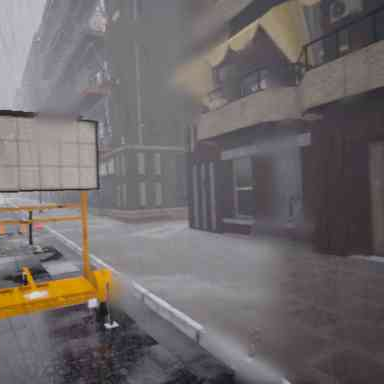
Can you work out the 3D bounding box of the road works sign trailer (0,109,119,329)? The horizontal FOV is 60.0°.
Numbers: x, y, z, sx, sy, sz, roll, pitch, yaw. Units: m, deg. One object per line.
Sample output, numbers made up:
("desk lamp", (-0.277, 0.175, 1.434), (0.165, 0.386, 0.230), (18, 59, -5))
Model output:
("road works sign trailer", (-2.896, 0.394, 5.947), (2.380, 3.560, 2.880), (-2, 1, -31))
